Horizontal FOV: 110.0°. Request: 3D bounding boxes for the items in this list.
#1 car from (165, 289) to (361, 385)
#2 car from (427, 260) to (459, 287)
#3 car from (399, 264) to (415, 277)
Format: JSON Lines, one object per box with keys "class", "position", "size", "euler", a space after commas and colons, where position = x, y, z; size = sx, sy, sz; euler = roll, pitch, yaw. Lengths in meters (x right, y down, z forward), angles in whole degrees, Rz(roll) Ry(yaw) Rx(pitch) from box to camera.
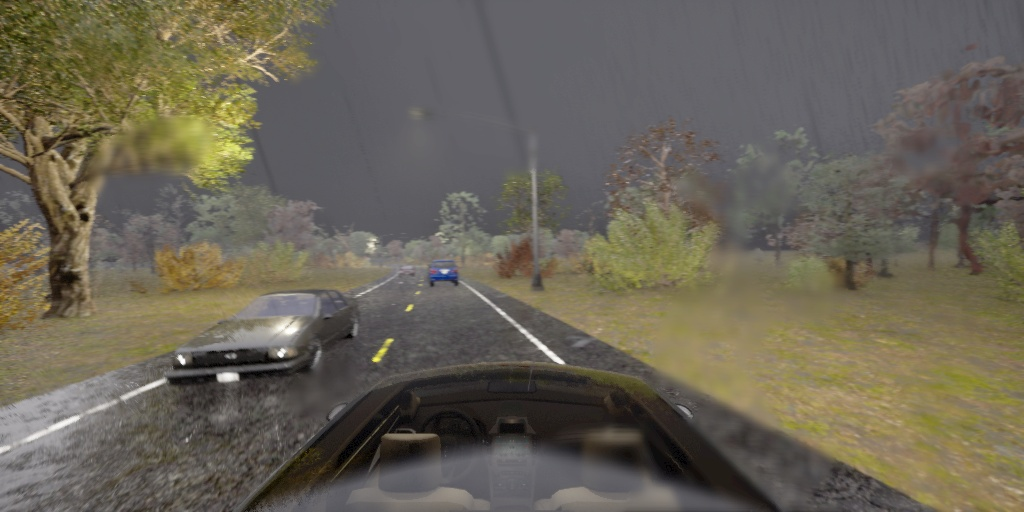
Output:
{"class": "car", "position": [-4.797, 1.471, 8.023], "size": [2.033, 1.411, 5.357], "euler": [-1, 0, -11]}
{"class": "car", "position": [-5.531, 1.327, 29.080], "size": [2.150, 2.045, 5.566], "euler": [-1, 0, -12]}
{"class": "car", "position": [-13.656, 1.957, 46.785], "size": [1.812, 1.442, 4.674], "euler": [-1, 0, -14]}
